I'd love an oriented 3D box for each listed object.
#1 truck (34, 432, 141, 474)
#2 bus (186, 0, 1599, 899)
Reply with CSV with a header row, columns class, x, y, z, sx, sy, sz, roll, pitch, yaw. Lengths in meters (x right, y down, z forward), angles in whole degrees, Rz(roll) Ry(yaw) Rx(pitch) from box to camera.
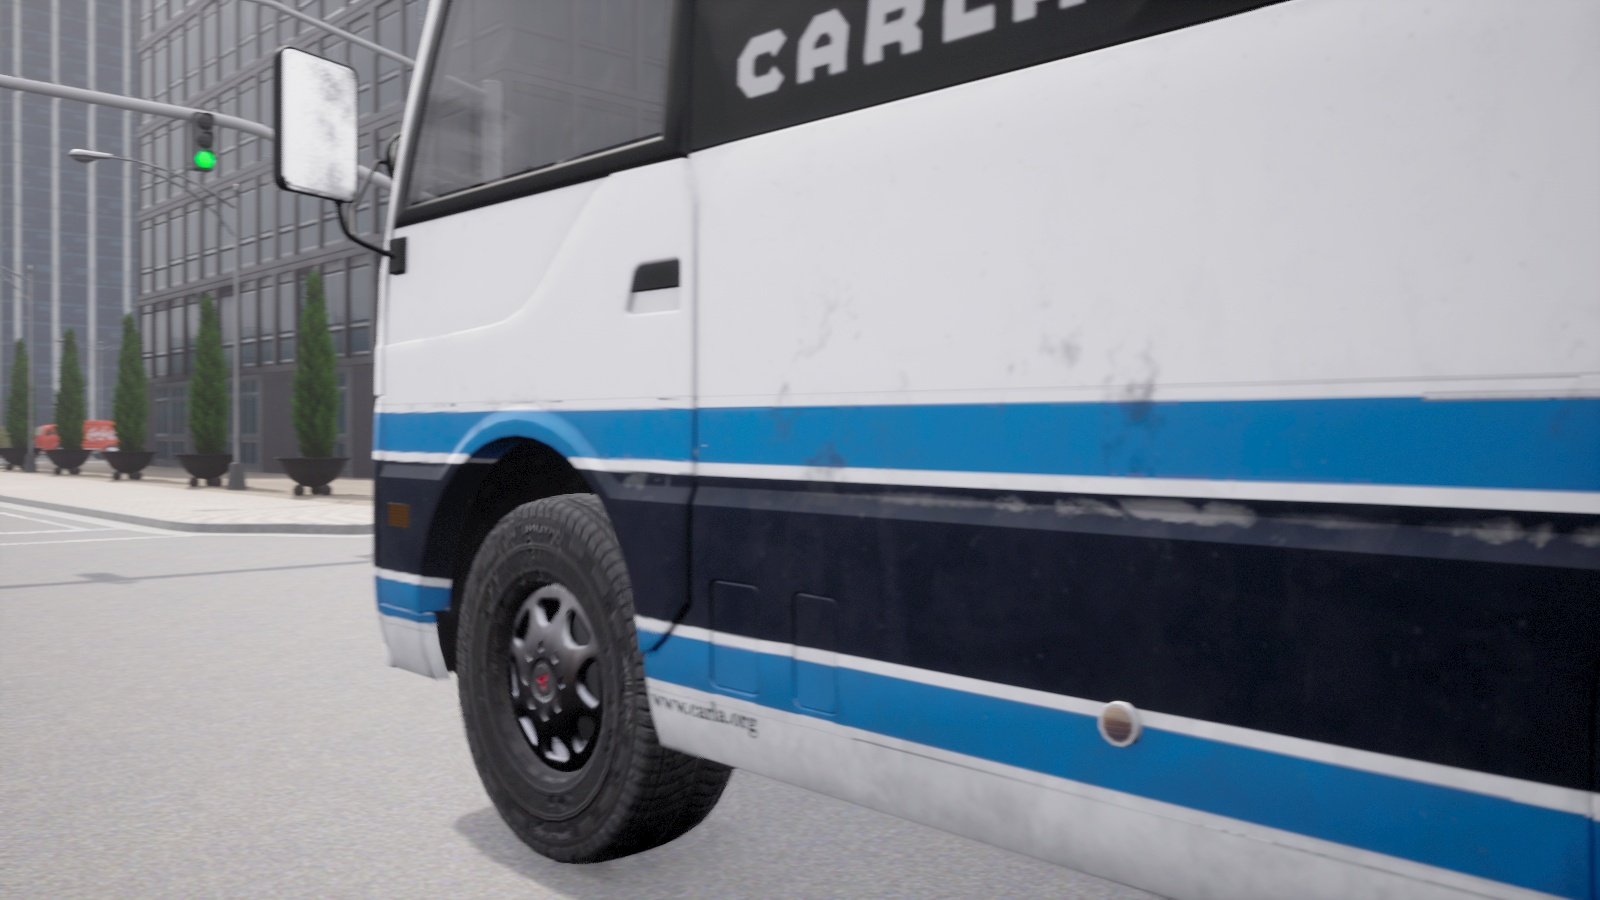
class,x,y,z,sx,sy,sz,roll,pitch,yaw
truck,-44.016,0.181,77.641,5.204,2.467,2.627,-1,1,-44
bus,2.301,-0.713,3.125,3.944,4.253,10.273,-1,1,-43
